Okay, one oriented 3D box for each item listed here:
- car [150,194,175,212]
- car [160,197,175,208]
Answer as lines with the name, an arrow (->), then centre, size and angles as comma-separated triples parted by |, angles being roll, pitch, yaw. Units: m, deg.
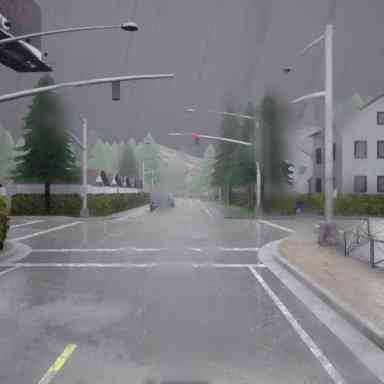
car -> -3.579, 1.221, 38.998 | 2.150, 2.045, 5.566 | 0, 0, 0
car -> -3.553, 1.526, 48.860 | 1.812, 1.442, 4.674 | 0, 0, 0
